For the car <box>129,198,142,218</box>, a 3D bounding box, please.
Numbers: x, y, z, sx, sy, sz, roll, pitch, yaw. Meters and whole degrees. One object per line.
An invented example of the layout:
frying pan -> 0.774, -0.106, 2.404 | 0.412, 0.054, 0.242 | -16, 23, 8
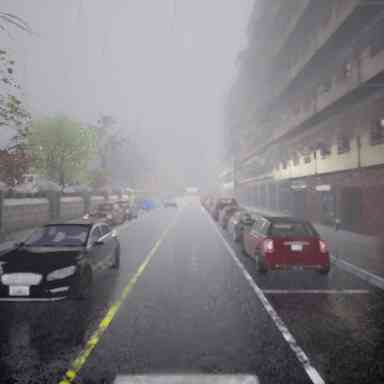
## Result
car -> -5.675, 1.505, 27.402 | 1.967, 1.590, 4.097 | 0, 0, 0

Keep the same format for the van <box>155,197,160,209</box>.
van -> -5.668, 1.456, 44.292 | 1.690, 1.788, 3.998 | 0, 0, 0

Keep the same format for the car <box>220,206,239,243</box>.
car -> 2.699, 1.587, 16.138 | 2.008, 1.369, 4.403 | 0, 0, 0

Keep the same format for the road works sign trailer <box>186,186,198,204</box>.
road works sign trailer -> 0.029, 0.660, 66.264 | 2.380, 3.560, 2.880 | 0, 0, 0

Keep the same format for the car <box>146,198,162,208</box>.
car -> -5.667, 1.685, 49.921 | 2.008, 1.369, 4.403 | 0, 0, 0

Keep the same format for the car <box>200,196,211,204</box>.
car -> 2.721, 1.638, 66.808 | 1.967, 1.590, 4.097 | 0, 0, 0

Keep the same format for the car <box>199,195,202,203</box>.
car -> 2.716, 1.470, 55.549 | 2.192, 1.841, 5.009 | 0, 0, 0

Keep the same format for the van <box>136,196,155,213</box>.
van -> -5.671, 1.438, 38.662 | 1.690, 1.788, 3.998 | 0, 0, 0

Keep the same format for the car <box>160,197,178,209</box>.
car -> -3.057, 1.729, 48.042 | 1.895, 1.301, 4.718 | 0, 0, 0

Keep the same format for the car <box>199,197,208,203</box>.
car -> 2.725, 1.808, 78.069 | 1.947, 1.339, 4.313 | 0, 0, 0

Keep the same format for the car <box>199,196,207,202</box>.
car -> 2.728, 1.816, 83.700 | 2.008, 1.369, 4.403 | 0, 0, 0

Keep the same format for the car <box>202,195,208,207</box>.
car -> 2.712, 1.555, 44.288 | 1.967, 1.590, 4.097 | 0, 0, 0

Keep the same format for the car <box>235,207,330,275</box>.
car -> 2.698, 1.463, 10.508 | 1.967, 1.590, 4.097 | 0, 0, 0

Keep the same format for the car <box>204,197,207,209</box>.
car -> 2.709, 1.642, 38.658 | 1.887, 1.381, 4.507 | 0, 0, 0

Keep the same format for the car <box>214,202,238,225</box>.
car -> 2.702, 1.595, 21.768 | 1.887, 1.381, 4.507 | 0, 0, 0

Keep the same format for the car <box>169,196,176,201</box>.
car -> -5.648, 1.891, 94.965 | 1.802, 1.307, 4.206 | 0, 0, 0

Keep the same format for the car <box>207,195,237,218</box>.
car -> 2.705, 1.380, 27.398 | 2.192, 1.841, 5.009 | 0, 0, 0

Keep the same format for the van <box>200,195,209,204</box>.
van -> 2.724, 1.562, 72.440 | 1.690, 1.788, 3.998 | 0, 0, 0

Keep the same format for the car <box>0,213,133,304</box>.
car -> -3.084, 1.510, 8.407 | 2.128, 1.511, 4.902 | 0, 0, 0

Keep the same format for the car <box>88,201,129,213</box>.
car -> -5.678, 1.491, 21.772 | 1.967, 1.590, 4.097 | 0, 0, 0

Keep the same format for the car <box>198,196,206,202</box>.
car -> 2.731, 1.832, 89.331 | 1.887, 1.381, 4.507 | 0, 0, 0
